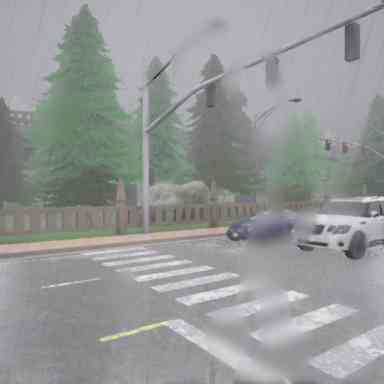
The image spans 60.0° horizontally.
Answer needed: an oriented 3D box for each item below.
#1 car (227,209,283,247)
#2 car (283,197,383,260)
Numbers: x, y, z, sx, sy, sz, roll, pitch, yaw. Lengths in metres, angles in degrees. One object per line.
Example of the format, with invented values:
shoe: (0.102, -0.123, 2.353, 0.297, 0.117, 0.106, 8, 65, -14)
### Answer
car: (3.708, 1.526, 15.272, 4.674, 1.442, 1.812, 0, 0, -36)
car: (6.277, 1.220, 12.804, 5.566, 2.045, 2.150, 0, 0, -36)
